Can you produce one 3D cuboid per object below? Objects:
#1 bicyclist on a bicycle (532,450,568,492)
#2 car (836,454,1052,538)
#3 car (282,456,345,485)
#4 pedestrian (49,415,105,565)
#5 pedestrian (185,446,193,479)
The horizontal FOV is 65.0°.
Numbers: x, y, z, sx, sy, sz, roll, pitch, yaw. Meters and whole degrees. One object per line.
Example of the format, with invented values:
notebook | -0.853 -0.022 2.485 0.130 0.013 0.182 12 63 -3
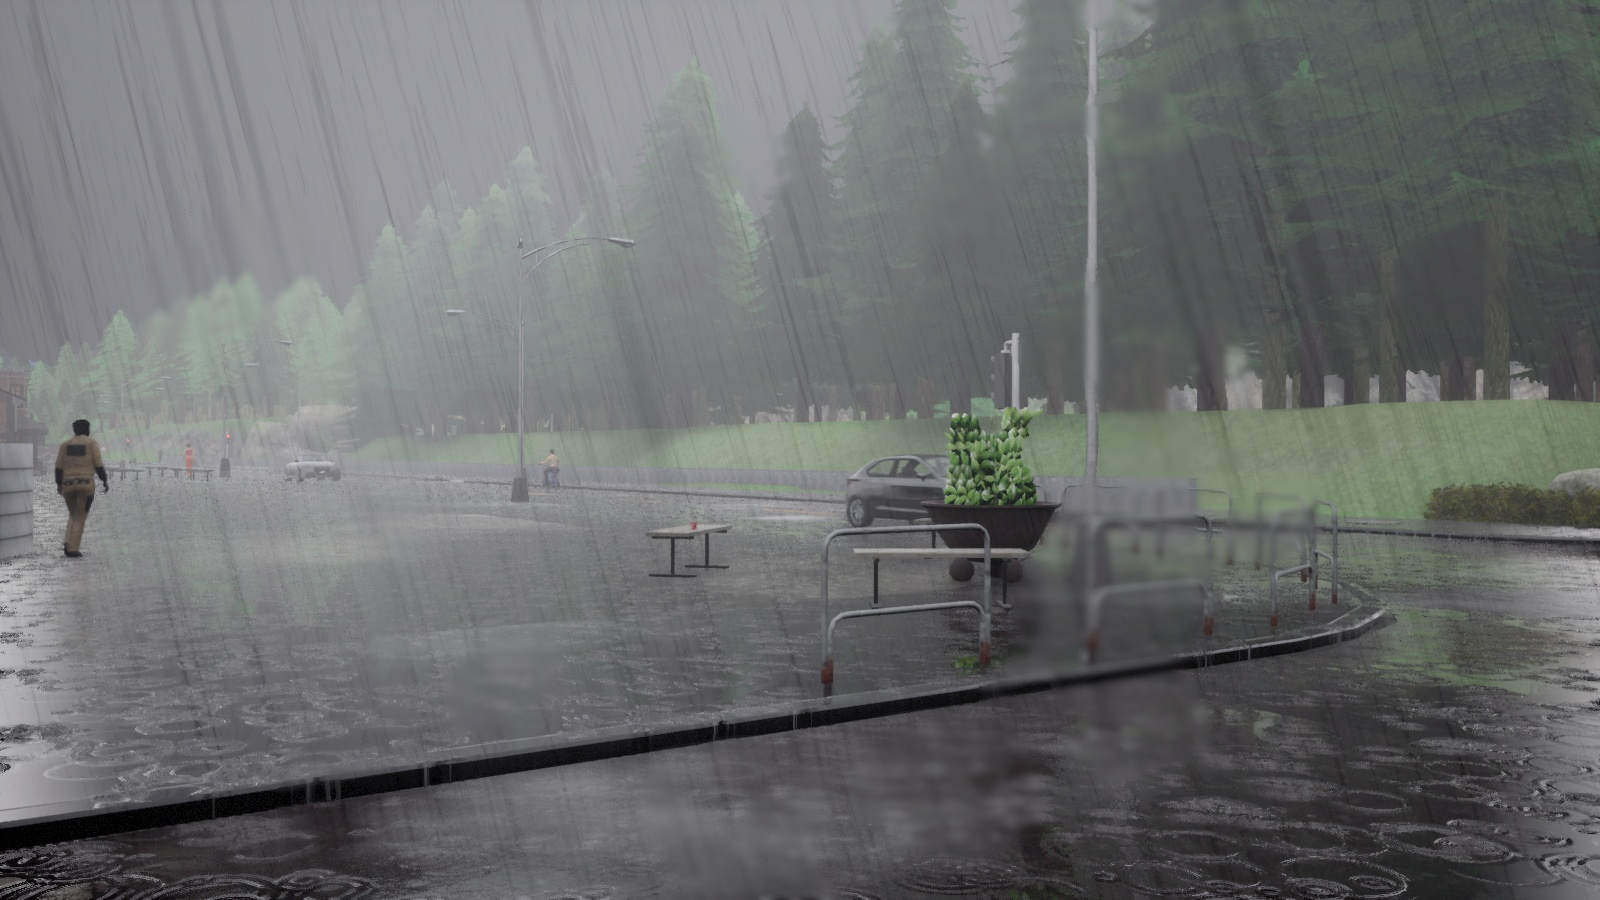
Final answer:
bicyclist on a bicycle | -9.769 0.822 49.062 0.866 1.612 1.509 0 0 -35
car | 2.689 0.812 24.306 1.816 1.474 4.193 0 0 -35
car | -24.429 1.015 63.015 1.994 1.385 4.181 0 0 -35
pedestrian | -9.474 0.515 16.475 0.396 1.930 0.692 0 0 -7
pedestrian | -34.131 0.699 70.149 0.345 1.836 0.594 0 0 -35
